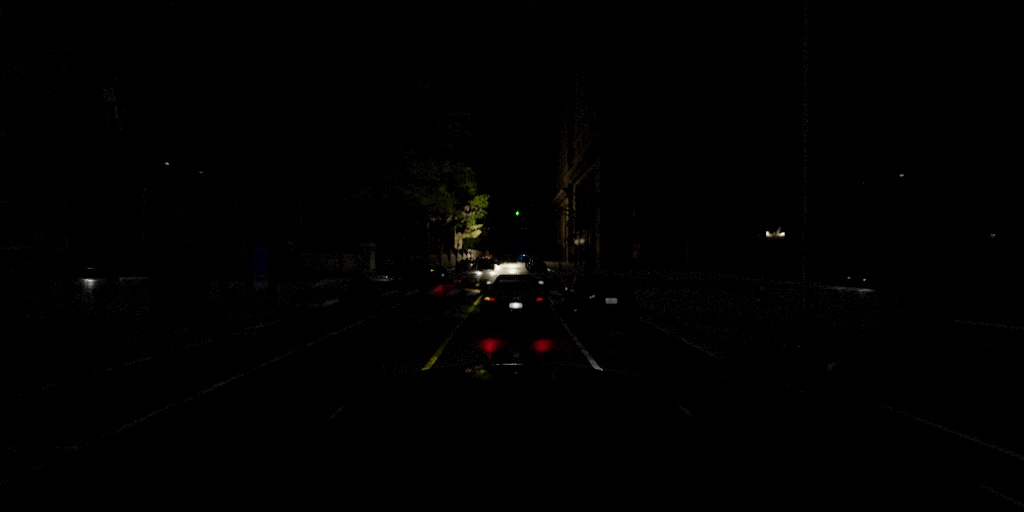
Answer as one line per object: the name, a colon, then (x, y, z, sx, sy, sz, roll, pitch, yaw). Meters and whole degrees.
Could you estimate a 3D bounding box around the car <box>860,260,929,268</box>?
car: (27.796, 1.305, 26.619, 5.566, 2.045, 2.150, 1, 0, 0)

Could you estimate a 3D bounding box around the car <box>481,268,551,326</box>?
car: (0.101, 1.272, 11.524, 1.994, 1.385, 4.181, 0, 0, 0)

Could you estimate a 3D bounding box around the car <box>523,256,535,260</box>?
car: (2.771, 1.059, 49.475, 1.751, 1.417, 4.829, 0, 0, 0)

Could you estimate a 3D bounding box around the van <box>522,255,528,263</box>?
van: (2.772, 0.848, 54.725, 1.690, 1.789, 3.998, 0, 0, 0)

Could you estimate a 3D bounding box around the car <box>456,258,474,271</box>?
car: (-5.756, 1.110, 43.906, 2.007, 1.370, 4.403, 0, 0, 0)

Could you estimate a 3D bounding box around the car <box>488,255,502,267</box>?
car: (-3.042, 1.003, 60.619, 1.812, 1.442, 4.674, 0, 0, 1)

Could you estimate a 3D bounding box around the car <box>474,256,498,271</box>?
car: (-3.083, 1.038, 43.639, 1.882, 1.535, 5.008, 0, 0, 0)

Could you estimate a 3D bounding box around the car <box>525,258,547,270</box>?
car: (2.769, 1.151, 38.464, 1.948, 1.339, 4.313, 0, 0, 0)

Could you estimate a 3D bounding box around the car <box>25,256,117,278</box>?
car: (-28.834, 0.722, 23.483, 4.674, 1.442, 1.812, 1, 0, 0)

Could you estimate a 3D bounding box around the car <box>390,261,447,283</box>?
car: (-6.815, 1.089, 25.777, 4.674, 1.442, 1.812, 1, -1, 28)

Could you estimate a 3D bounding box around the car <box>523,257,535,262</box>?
car: (2.770, 1.125, 43.884, 1.948, 1.339, 4.313, 0, 0, 0)

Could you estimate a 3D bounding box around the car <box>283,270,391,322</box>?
car: (-5.761, 1.287, 12.047, 1.802, 1.307, 4.207, 0, 0, 0)

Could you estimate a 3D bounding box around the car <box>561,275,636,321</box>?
car: (2.764, 1.272, 12.027, 1.948, 1.339, 4.313, 0, 0, 0)

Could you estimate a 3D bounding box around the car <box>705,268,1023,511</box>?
car: (2.762, 1.067, 1.177, 2.192, 1.841, 5.009, 0, 0, 0)
